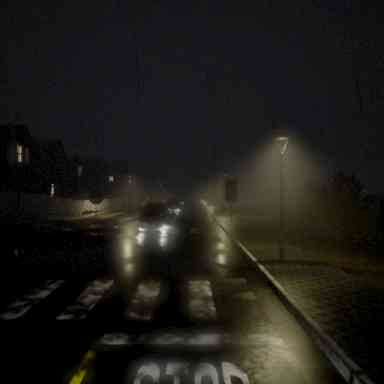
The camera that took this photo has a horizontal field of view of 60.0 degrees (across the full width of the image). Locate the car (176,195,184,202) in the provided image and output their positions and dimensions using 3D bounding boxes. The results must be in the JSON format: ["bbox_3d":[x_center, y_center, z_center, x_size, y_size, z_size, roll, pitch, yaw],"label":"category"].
[{"bbox_3d":[-2.797,1.404,73.868,2.097,1.767,4.553,0,0,0],"label":"car"}]

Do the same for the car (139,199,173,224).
[{"bbox_3d":[-2.764,1.526,25.251,1.882,1.535,5.008,0,1,0],"label":"car"}]

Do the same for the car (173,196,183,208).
[{"bbox_3d":[-2.781,1.635,49.792,1.895,1.301,4.718,0,0,0],"label":"car"}]
